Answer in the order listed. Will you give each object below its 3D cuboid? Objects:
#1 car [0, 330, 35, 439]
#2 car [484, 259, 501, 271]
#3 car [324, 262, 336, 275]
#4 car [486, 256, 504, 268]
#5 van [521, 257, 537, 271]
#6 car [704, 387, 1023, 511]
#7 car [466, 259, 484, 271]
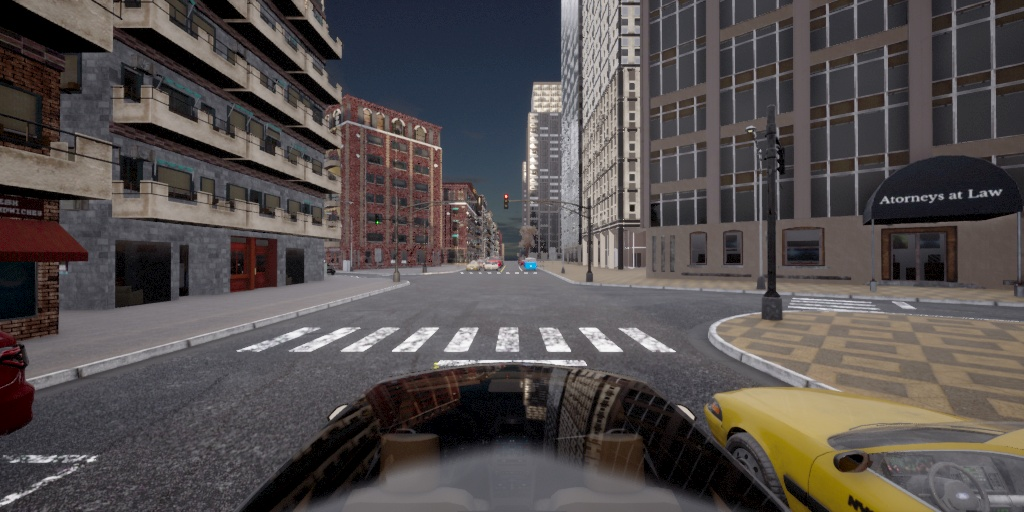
[{"bbox_3d":[-5.314,1.065,1.107,2.192,1.841,5.009,0,0,0],"label":"car"},{"bbox_3d":[-2.869,1.397,50.221,1.895,1.301,4.718,0,0,-2],"label":"car"},{"bbox_3d":[-22.368,1.456,41.805,4.892,1.490,1.837,-1,-1,41],"label":"car"},{"bbox_3d":[-2.856,1.038,59.729,2.150,2.045,5.566,0,0,0],"label":"car"},{"bbox_3d":[2.545,1.136,50.110,1.690,1.789,3.998,0,0,0],"label":"van"},{"bbox_3d":[2.566,1.275,1.287,1.751,1.417,4.829,0,0,0],"label":"car"},{"bbox_3d":[-5.335,1.321,49.937,1.751,1.417,4.829,0,0,0],"label":"car"}]
